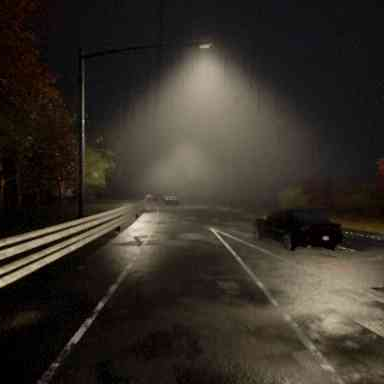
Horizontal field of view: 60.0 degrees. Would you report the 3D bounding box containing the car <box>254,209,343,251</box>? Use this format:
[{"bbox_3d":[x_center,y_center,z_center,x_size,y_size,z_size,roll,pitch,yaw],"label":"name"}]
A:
[{"bbox_3d":[4.256,1.472,14.191,1.882,1.535,5.008,0,0,-11],"label":"car"}]

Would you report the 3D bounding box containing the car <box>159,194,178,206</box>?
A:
[{"bbox_3d":[-3.419,1.379,52.467,2.128,1.511,4.902,0,0,-11],"label":"car"}]

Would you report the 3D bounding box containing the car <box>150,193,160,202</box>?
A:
[{"bbox_3d":[-7.034,1.162,70.521,2.097,1.767,4.553,0,0,-11],"label":"car"}]
